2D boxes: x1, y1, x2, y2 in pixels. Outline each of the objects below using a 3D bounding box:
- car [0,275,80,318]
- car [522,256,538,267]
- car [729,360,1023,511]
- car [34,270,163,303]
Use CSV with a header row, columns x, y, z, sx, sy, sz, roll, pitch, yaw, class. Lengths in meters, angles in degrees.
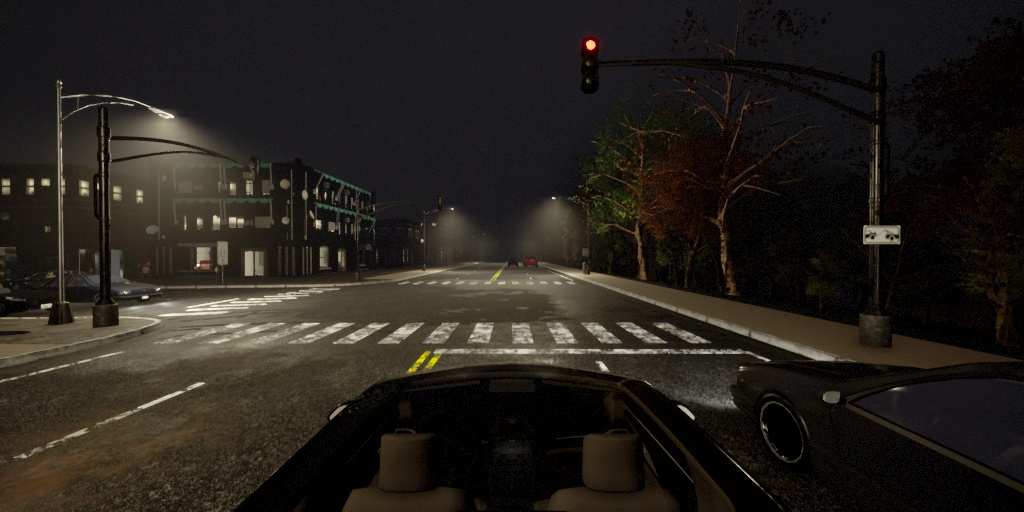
x,y,z,sx,sy,sz,roll,pitch,yaw,class
-19.931,1.565,13.688,4.313,1.339,1.948,0,0,0,car
3.440,0.948,63.902,2.150,2.045,5.566,0,0,0,car
3.326,1.297,1.696,2.033,1.411,5.357,0,0,3,car
-19.282,1.511,16.413,5.357,1.411,2.033,-1,1,3,car
